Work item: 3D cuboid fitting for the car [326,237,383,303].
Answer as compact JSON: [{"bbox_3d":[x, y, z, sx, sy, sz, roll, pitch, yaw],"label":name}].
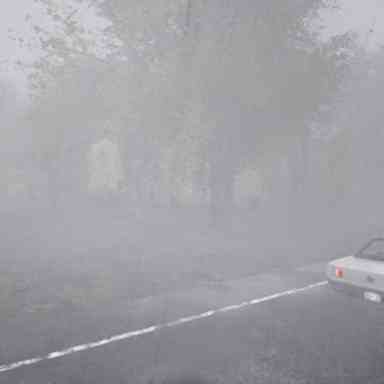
[{"bbox_3d":[5.145,1.663,7.454,4.718,1.301,1.895,0,0,-36],"label":"car"}]
